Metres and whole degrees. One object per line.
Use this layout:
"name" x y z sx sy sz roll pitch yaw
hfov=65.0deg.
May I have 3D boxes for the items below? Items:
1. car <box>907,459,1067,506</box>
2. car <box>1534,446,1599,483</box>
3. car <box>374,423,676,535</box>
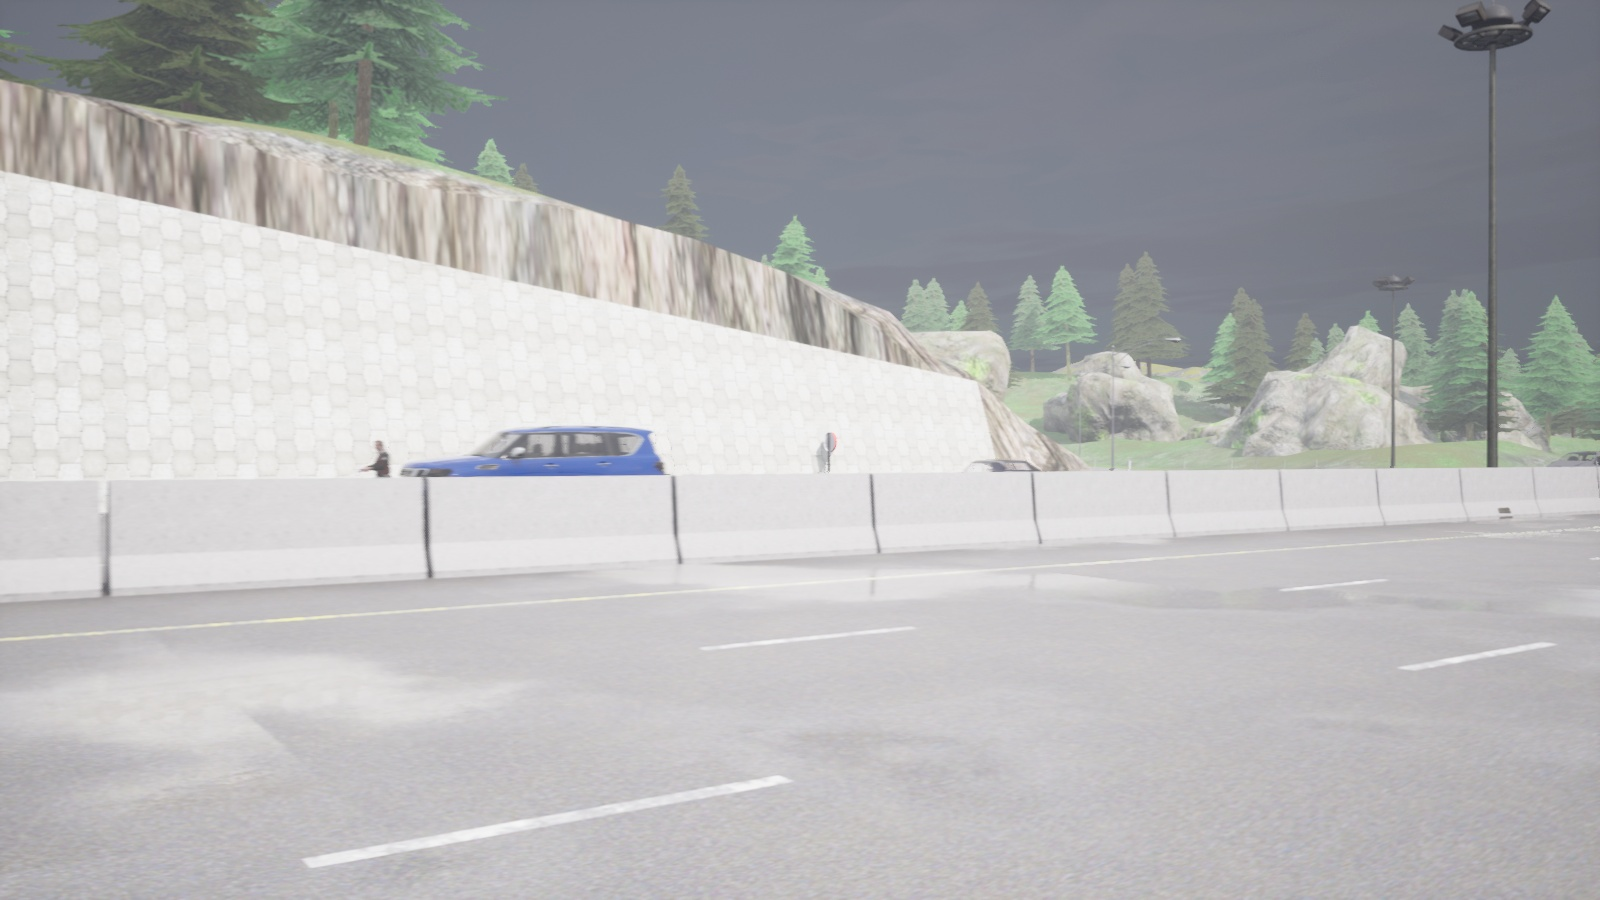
"car" 5.606 0.925 37.411 4.718 1.301 1.895 0 0 -35
"car" 36.895 0.657 59.190 4.611 1.667 2.242 0 0 -35
"car" -5.481 0.538 25.431 5.566 2.045 2.150 0 0 -35
